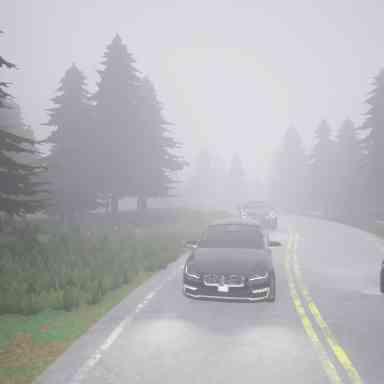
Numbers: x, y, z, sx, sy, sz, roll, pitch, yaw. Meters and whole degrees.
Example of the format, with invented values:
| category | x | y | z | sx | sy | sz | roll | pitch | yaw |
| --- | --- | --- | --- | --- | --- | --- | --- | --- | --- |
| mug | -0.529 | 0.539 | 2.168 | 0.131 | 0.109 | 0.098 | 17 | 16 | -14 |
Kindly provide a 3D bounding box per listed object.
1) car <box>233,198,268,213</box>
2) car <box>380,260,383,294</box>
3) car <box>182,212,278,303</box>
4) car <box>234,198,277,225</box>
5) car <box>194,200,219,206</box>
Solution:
| category | x | y | z | sx | sy | sz | roll | pitch | yaw |
| --- | --- | --- | --- | --- | --- | --- | --- | --- | --- |
| car | 6.170 | 1.406 | 35.733 | 1.837 | 1.490 | 4.892 | 2 | -1 | -16 |
| car | 4.489 | 1.308 | 4.639 | 2.097 | 1.767 | 4.553 | -1 | 0 | 8 |
| car | 1.083 | 1.495 | 8.406 | 1.837 | 1.490 | 4.892 | -1 | 0 | 12 |
| car | 3.857 | 1.268 | 20.361 | 2.097 | 1.767 | 4.553 | -1 | 0 | 5 |
| car | 1.878 | 1.793 | 44.854 | 1.812 | 1.442 | 4.674 | 3 | -5 | -35 |
